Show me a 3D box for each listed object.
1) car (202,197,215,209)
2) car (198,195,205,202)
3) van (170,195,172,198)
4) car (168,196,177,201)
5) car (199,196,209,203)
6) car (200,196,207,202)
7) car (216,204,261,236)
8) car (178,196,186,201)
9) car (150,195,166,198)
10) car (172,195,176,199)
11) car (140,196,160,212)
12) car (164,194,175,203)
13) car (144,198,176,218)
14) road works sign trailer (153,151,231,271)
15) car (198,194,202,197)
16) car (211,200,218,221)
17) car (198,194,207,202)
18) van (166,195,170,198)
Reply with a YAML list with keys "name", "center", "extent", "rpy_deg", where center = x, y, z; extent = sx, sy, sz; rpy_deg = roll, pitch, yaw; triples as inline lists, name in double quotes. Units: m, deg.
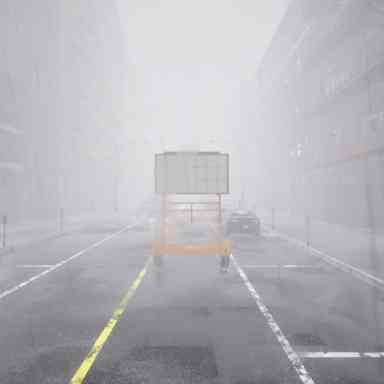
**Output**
- name: "car"
  center: [2.603, 1.613, 40.411]
  extent: [1.887, 1.381, 4.507]
  rpy_deg: [1, 0, 0]
- name: "car"
  center: [2.613, 1.684, 62.535]
  extent: [1.887, 1.381, 4.507]
  rpy_deg: [1, 0, 0]
- name: "van"
  center: [-5.262, 1.480, 62.601]
  extent: [1.690, 1.788, 3.998]
  rpy_deg: [1, 0, 0]
- name: "car"
  center: [-5.255, 1.830, 90.253]
  extent: [1.947, 1.339, 4.313]
  rpy_deg: [1, 0, 0]
- name: "car"
  center: [2.628, 1.625, 73.597]
  extent: [1.967, 1.590, 4.097]
  rpy_deg: [1, 0, 0]
- name: "car"
  center: [2.605, 1.634, 45.943]
  extent: [2.008, 1.369, 4.403]
  rpy_deg: [1, 0, 0]
- name: "car"
  center: [2.593, 1.565, 18.289]
  extent: [1.887, 1.381, 4.507]
  rpy_deg: [1, 0, 0]
- name: "car"
  center: [-2.708, 1.783, 88.926]
  extent: [1.812, 1.442, 4.674]
  rpy_deg: [0, 0, 0]
- name: "car"
  center: [-5.268, 1.399, 46.010]
  extent: [2.192, 1.841, 5.009]
  rpy_deg: [2, 0, 0]
- name: "car"
  center: [-5.256, 1.501, 73.661]
  extent: [2.192, 1.841, 5.009]
  rpy_deg: [1, 0, 0]
- name: "car"
  center: [-5.277, 1.594, 40.308]
  extent: [1.752, 1.417, 4.829]
  rpy_deg: [2, 0, 0]
- name: "car"
  center: [-5.254, 1.525, 79.191]
  extent: [2.192, 1.841, 5.009]
  rpy_deg: [1, 0, 0]
- name: "car"
  center: [-2.834, 1.591, 30.876]
  extent: [2.033, 1.411, 5.357]
  rpy_deg: [0, 0, 0]
- name: "road works sign trailer"
  center: [-0.005, 0.474, 10.978]
  extent: [2.380, 3.560, 2.880]
  rpy_deg: [0, 0, 0]
- name: "car"
  center: [2.616, 1.706, 68.064]
  extent: [1.887, 1.381, 4.507]
  rpy_deg: [1, 0, 0]
- name: "car"
  center: [2.596, 1.555, 23.991]
  extent: [1.752, 1.417, 4.829]
  rpy_deg: [1, 0, 0]
- name: "car"
  center: [2.595, 1.551, 84.659]
  extent: [2.192, 1.841, 5.009]
  rpy_deg: [1, 0, 0]
- name: "van"
  center: [-5.264, 1.459, 57.069]
  extent: [1.690, 1.788, 3.998]
  rpy_deg: [2, 0, 0]
